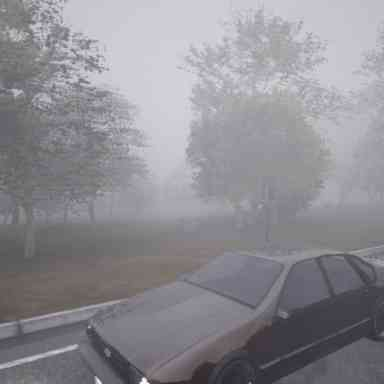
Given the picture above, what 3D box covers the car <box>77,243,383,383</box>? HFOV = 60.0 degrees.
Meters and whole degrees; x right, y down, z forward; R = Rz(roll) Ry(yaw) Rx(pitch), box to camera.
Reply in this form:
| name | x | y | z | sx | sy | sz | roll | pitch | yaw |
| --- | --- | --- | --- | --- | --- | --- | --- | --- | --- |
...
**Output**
| name | x | y | z | sx | sy | sz | roll | pitch | yaw |
| --- | --- | --- | --- | --- | --- | --- | --- | --- | --- |
| car | 1.244 | 1.529 | 4.880 | 5.357 | 1.411 | 2.033 | 0 | 0 | -36 |
